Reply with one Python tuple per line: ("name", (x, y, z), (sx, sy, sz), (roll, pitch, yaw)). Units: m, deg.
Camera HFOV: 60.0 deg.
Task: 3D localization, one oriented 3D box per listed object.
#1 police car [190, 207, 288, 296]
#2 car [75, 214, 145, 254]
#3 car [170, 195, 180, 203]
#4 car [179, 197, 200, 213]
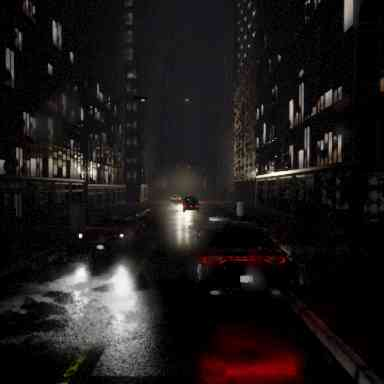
("police car", (1.009, 1.425, 8.803), (1.930, 1.638, 5.238), (0, 0, 0))
("car", (-3.165, 1.600, 13.701), (1.895, 1.301, 4.718), (0, 0, 0))
("car", (-3.331, 1.392, 68.391), (2.097, 1.767, 4.553), (0, 0, 0))
("car", (-0.099, 1.556, 37.274), (2.033, 1.411, 5.357), (0, 0, 0))
